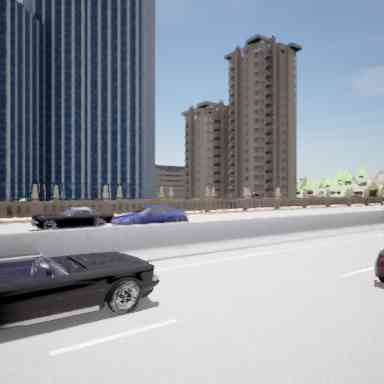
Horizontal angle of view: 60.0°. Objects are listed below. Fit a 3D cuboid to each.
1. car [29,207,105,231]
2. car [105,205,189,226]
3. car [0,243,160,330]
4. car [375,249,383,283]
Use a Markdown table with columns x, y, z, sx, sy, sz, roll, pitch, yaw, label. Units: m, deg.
| x | y | z | sx | sy | sz | roll | pitch | yaw | label |
| --- | --- | --- | --- | --- | --- | --- | --- | --- | --- |
| -7.258 | 1.603 | 20.312 | 4.718 | 1.301 | 1.895 | 0 | 0 | -36 | car |
| -2.362 | 1.527 | 19.504 | 4.674 | 1.442 | 1.812 | 0 | 0 | -35 | car |
| -2.978 | 1.601 | 5.923 | 4.718 | 1.301 | 1.895 | 0 | 0 | -36 | car |
| 6.437 | 1.565 | 8.339 | 4.181 | 1.385 | 1.994 | 0 | 0 | -36 | car |
